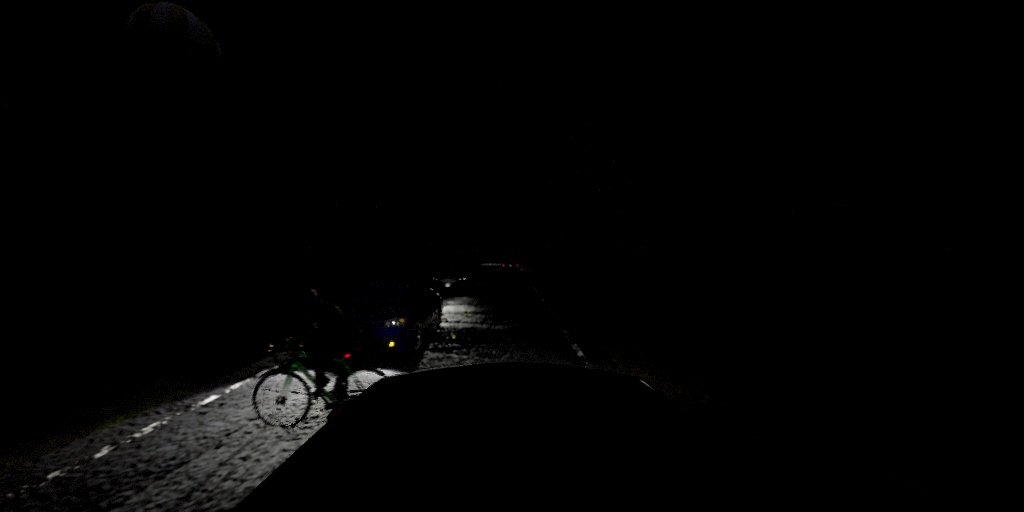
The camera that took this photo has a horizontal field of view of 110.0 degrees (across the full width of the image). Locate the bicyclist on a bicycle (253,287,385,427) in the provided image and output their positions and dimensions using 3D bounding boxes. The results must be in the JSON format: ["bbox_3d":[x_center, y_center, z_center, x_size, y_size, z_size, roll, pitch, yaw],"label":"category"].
[{"bbox_3d":[-2.184,1.177,4.131,1.656,1.620,0.582,-2,1,0],"label":"bicyclist on a bicycle"}]

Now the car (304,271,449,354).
[{"bbox_3d":[-2.886,1.236,8.390,1.994,1.385,4.181,0,1,0],"label":"car"}]

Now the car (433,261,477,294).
[{"bbox_3d":[-2.949,1.041,18.830,2.128,1.511,4.902,0,1,0],"label":"car"}]

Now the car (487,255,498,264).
[{"bbox_3d":[-3.205,0.527,61.825,1.837,1.490,4.892,0,1,0],"label":"car"}]

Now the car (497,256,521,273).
[{"bbox_3d":[-0.131,0.891,36.134,2.033,1.411,5.357,0,1,0],"label":"car"}]
